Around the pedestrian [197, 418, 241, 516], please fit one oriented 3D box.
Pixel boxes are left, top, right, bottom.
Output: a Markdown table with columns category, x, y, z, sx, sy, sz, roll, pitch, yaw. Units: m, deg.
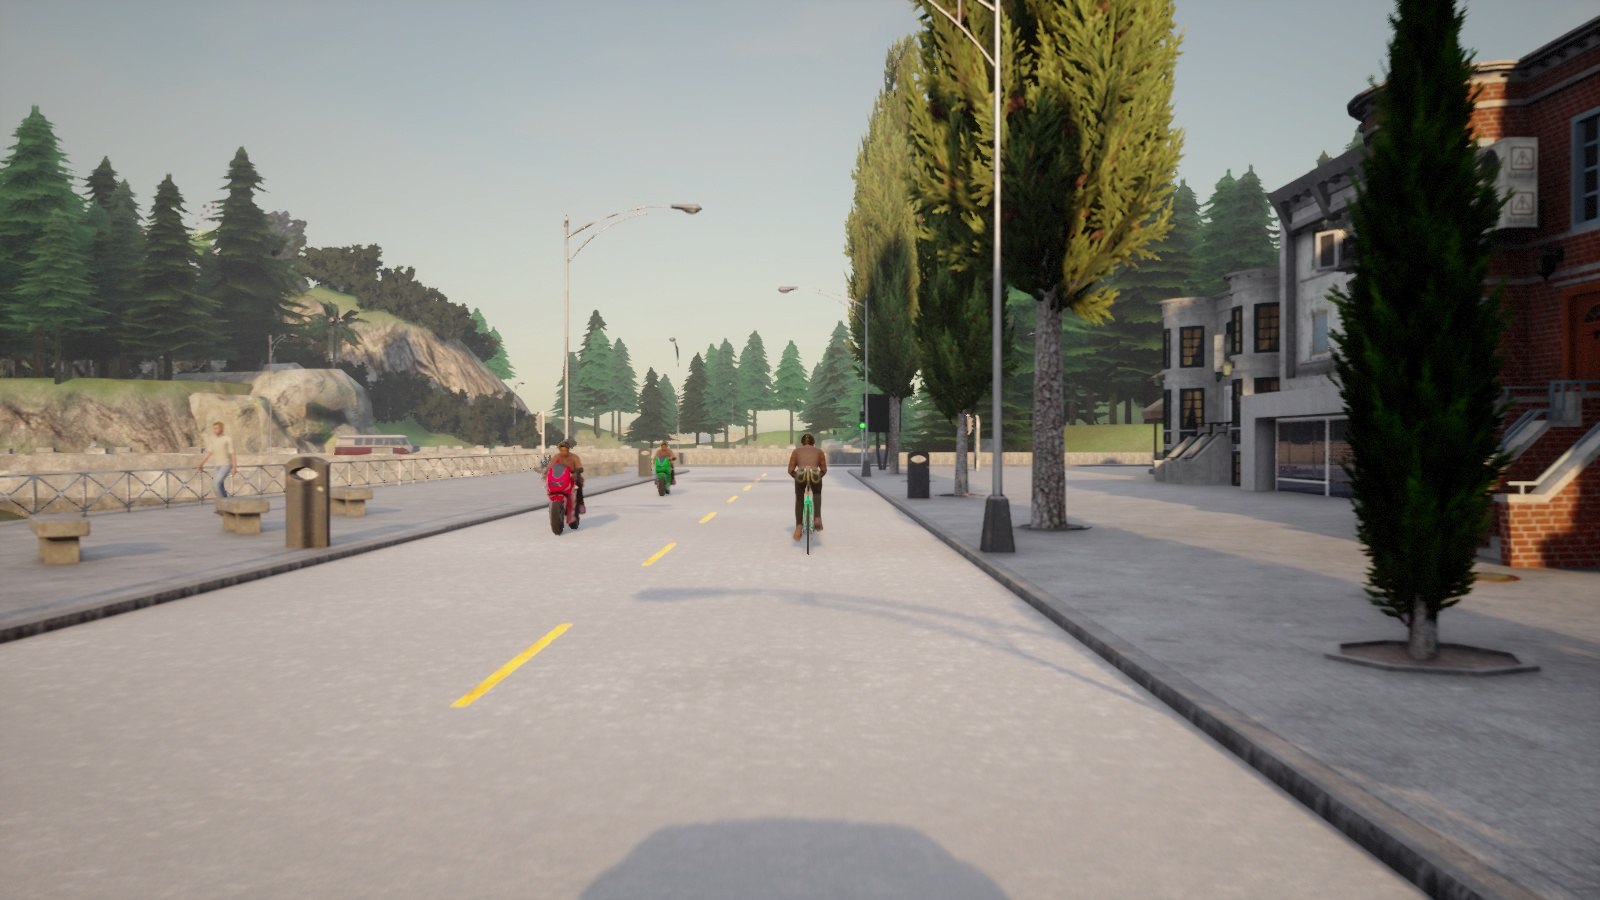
| category | x | y | z | sx | sy | sz | roll | pitch | yaw |
| --- | --- | --- | --- | --- | --- | --- | --- | --- | --- |
| pedestrian | -10.986 | 0.314 | 23.763 | 0.354 | 1.836 | 0.706 | 0 | 0 | 21 |

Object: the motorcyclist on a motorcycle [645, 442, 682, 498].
| category | x | y | z | sx | sy | sz | roll | pitch | yaw |
| --- | --- | --- | --- | --- | --- | --- | --- | --- | --- |
| motorcyclist on a motorcycle | -3.790 | 0.529 | 34.954 | 0.797 | 1.523 | 2.044 | 0 | 0 | 0 |

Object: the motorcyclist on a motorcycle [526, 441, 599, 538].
| category | x | y | z | sx | sy | sz | roll | pitch | yaw |
| --- | --- | --- | --- | --- | --- | --- | --- | --- | --- |
| motorcyclist on a motorcycle | -3.871 | 0.609 | 20.599 | 0.797 | 1.523 | 2.044 | 0 | 0 | 0 |

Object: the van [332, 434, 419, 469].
| category | x | y | z | sx | sy | sz | roll | pitch | yaw |
| --- | --- | --- | --- | --- | --- | --- | --- | --- | --- |
| van | -24.450 | 0.071 | 72.391 | 4.442 | 1.987 | 1.775 | 0 | 0 | 0 |

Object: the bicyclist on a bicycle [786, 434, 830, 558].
| category | x | y | z | sx | sy | sz | roll | pitch | yaw |
| --- | --- | --- | --- | --- | --- | --- | --- | --- | --- |
| bicyclist on a bicycle | 0.111 | 0.602 | 17.329 | 0.582 | 1.620 | 1.656 | 0 | 0 | 0 |
